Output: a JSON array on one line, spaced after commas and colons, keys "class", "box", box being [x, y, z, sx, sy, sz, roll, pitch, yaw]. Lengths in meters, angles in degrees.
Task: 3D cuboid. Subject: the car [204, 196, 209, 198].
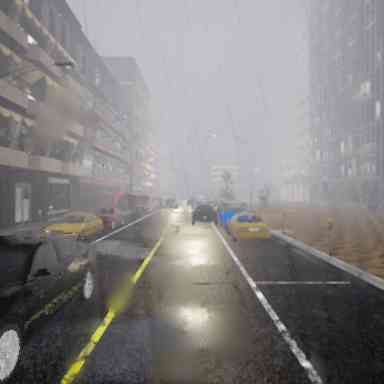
[{"class": "car", "box": [2.685, 1.631, 38.630, 1.967, 1.590, 4.097, 0, 0, 0]}]

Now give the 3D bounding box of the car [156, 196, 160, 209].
[{"class": "car", "box": [-5.694, 1.777, 49.514, 1.752, 1.417, 4.829, 0, 0, 0]}]

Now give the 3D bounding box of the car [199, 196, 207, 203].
[{"class": "car", "box": [2.687, 1.892, 82.843, 1.967, 1.590, 4.097, 0, 0, 0]}]

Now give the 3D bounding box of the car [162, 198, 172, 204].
[{"class": "car", "box": [-5.692, 1.982, 77.316, 1.947, 1.339, 4.313, 0, 0, 0]}]

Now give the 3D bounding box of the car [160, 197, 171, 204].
[{"class": "car", "box": [-5.693, 1.822, 71.790, 1.967, 1.590, 4.097, 0, 0, 0]}]

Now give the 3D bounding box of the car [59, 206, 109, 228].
[{"class": "car", "box": [-5.694, 1.601, 16.355, 1.752, 1.417, 4.829, 0, 0, 0]}]

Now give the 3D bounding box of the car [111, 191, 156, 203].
[{"class": "car", "box": [-7.389, 1.164, 40.401, 2.045, 2.150, 5.566, 17, 4, 29]}]

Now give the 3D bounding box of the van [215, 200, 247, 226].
[{"class": "van", "box": [2.685, 1.445, 22.051, 1.690, 1.788, 3.998, 0, 0, 0]}]

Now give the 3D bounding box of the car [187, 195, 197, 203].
[{"class": "car", "box": [0.006, 1.631, 75.064, 2.097, 1.767, 4.553, 0, 0, 0]}]

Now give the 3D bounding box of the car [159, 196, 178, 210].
[{"class": "car", "box": [-3.074, 1.595, 48.022, 2.097, 1.767, 4.553, 0, 0, 0]}]

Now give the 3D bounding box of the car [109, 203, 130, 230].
[{"class": "car", "box": [-5.694, 1.648, 22.050, 1.887, 1.381, 4.507, 0, 0, 0]}]

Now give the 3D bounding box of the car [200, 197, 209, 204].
[{"class": "car", "box": [2.688, 1.908, 71.958, 1.752, 1.417, 4.829, 0, 0, 0]}]

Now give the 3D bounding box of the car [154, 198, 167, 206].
[{"class": "car", "box": [-5.693, 1.866, 60.737, 2.008, 1.369, 4.403, 0, 0, 0]}]

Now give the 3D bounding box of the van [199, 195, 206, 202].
[{"class": "van", "box": [2.686, 1.829, 88.371, 1.690, 1.788, 3.998, 0, 0, 0]}]

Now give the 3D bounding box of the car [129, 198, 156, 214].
[{"class": "car", "box": [-5.694, 1.736, 38.631, 1.887, 1.381, 4.507, 0, 0, 0]}]

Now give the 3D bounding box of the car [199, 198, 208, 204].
[{"class": "car", "box": [2.688, 1.982, 77.316, 1.947, 1.339, 4.313, 0, 0, 0]}]

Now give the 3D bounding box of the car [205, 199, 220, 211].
[{"class": "car", "box": [2.686, 1.748, 44.327, 1.752, 1.417, 4.829, 0, 0, 0]}]

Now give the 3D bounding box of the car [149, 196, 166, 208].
[{"class": "car", "box": [-5.695, 1.599, 55.211, 2.192, 1.841, 5.009, 0, 0, 0]}]

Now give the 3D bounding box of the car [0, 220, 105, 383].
[{"class": "car", "box": [-3.101, 1.503, 5.537, 1.882, 1.535, 5.008, 0, 0, 0]}]

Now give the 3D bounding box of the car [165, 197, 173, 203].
[{"class": "car", "box": [-5.692, 1.996, 82.843, 1.887, 1.381, 4.507, 0, 0, 0]}]

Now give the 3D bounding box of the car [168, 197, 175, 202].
[{"class": "car", "box": [-5.692, 2.106, 93.895, 1.802, 1.307, 4.206, 0, 0, 0]}]

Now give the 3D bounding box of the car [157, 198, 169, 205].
[{"class": "car", "box": [-5.693, 1.899, 66.264, 2.008, 1.369, 4.403, 0, 0, 0]}]

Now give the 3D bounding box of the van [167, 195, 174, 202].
[{"class": "van", "box": [-5.694, 1.829, 88.371, 1.690, 1.788, 3.998, 0, 0, 0]}]

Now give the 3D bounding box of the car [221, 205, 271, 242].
[{"class": "car", "box": [2.686, 1.603, 16.694, 1.752, 1.417, 4.829, 0, 0, 0]}]

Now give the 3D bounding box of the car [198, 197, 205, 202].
[{"class": "car", "box": [2.688, 2.051, 94.065, 1.752, 1.417, 4.829, 0, 0, 0]}]

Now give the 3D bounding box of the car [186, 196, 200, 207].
[{"class": "car", "box": [0.003, 1.812, 59.436, 1.837, 1.490, 4.892, 0, 0, 0]}]

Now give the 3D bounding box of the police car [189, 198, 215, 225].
[{"class": "police car", "box": [0.901, 1.545, 25.159, 1.930, 1.638, 5.238, 0, 0, 0]}]
